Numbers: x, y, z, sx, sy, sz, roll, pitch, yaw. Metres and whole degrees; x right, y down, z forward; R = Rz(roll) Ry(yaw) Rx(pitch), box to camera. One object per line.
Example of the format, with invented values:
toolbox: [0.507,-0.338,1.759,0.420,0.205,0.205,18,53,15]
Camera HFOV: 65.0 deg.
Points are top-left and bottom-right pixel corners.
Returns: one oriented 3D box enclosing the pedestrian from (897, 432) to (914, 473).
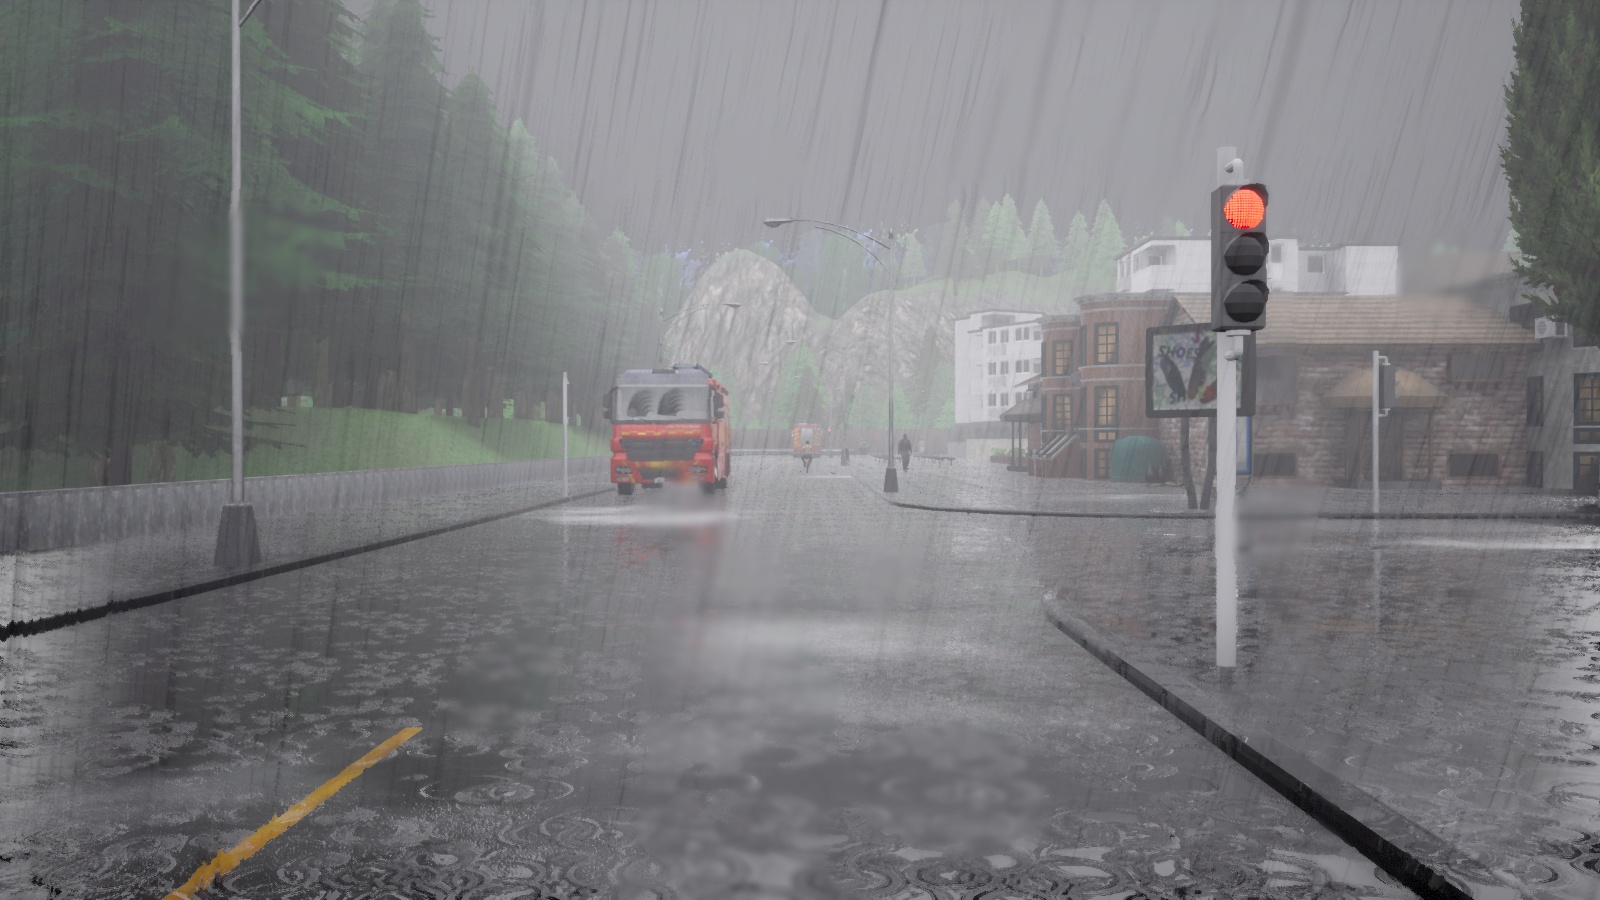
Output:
pedestrian: [4.927,0.125,58.667,0.563,1.883,0.849,0,0,-16]

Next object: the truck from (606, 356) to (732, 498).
truck: [-3.772,-0.637,38.169,2.891,3.827,8.468,0,0,0]
